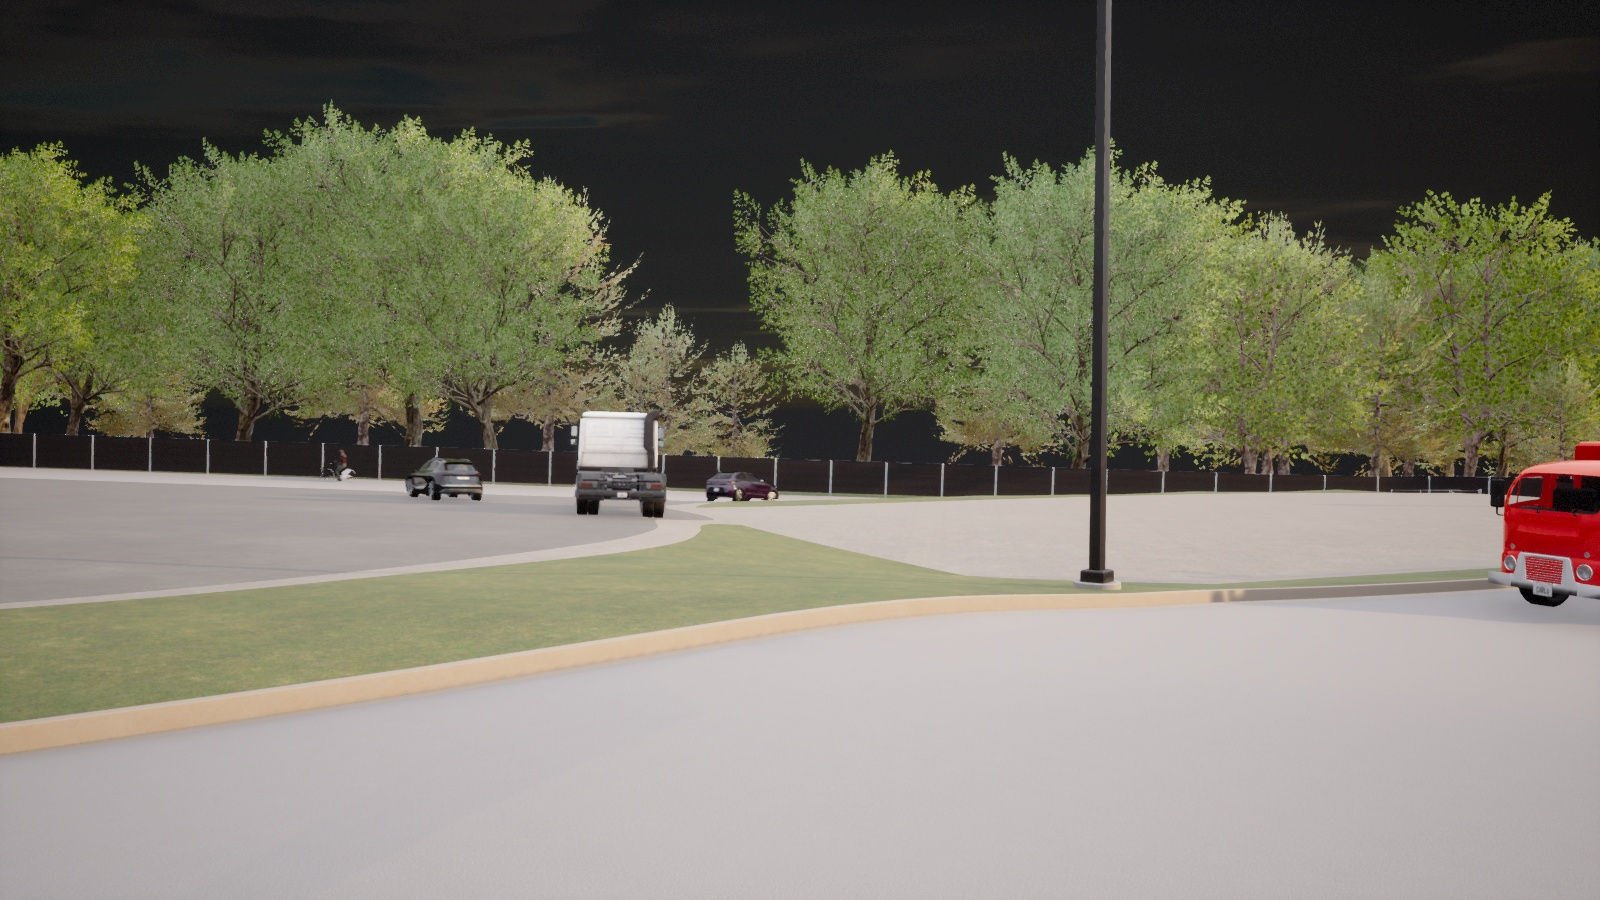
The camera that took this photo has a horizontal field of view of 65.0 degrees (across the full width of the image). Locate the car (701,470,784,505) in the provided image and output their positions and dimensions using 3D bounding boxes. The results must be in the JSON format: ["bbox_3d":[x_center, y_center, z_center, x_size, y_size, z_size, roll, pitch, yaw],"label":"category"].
[{"bbox_3d":[-2.704,1.825,60.104,1.816,1.474,4.193,-1,-5,33],"label":"car"}]

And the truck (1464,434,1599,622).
[{"bbox_3d":[12.800,1.018,18.329,5.204,2.467,2.627,0,2,-20],"label":"truck"}]

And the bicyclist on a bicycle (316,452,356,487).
[{"bbox_3d":[-24.611,1.042,66.590,1.843,1.776,0.659,2,2,0],"label":"bicyclist on a bicycle"}]

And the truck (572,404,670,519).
[{"bbox_3d":[-6.102,0.364,42.165,2.891,3.462,7.936,1,0,-10],"label":"truck"}]

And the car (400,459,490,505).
[{"bbox_3d":[-14.119,1.231,49.726,2.033,1.649,4.856,2,-1,-33],"label":"car"}]
